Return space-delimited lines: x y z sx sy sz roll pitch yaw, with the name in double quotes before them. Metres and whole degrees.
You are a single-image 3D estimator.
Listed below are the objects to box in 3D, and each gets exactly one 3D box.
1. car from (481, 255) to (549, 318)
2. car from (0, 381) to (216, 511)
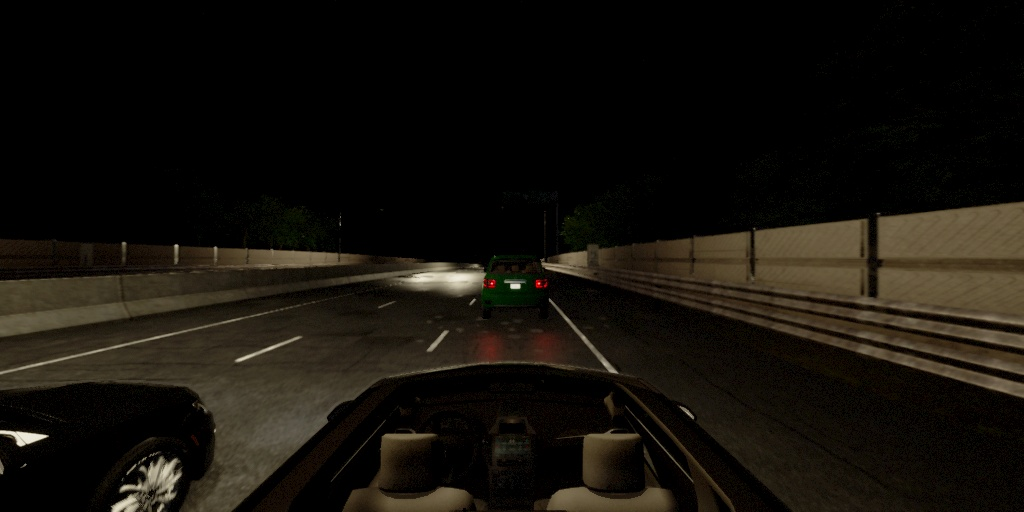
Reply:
"car" 0.102 1.003 13.280 2.150 2.045 5.566 0 0 0
"car" -3.400 1.255 0.990 1.837 1.490 4.892 0 0 0
